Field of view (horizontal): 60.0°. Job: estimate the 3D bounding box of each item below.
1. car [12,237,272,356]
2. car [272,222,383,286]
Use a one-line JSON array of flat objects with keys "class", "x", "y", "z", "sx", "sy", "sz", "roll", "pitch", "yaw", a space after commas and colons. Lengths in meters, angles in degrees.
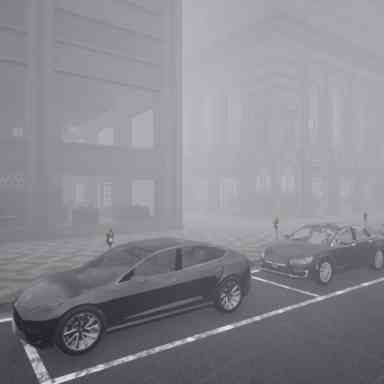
[{"class": "car", "x": -0.805, "y": 1.566, "z": 6.071, "sx": 4.313, "sy": 1.339, "sz": 1.947, "roll": 0, "pitch": 0, "yaw": -35}, {"class": "car", "x": 3.791, "y": 1.551, "z": 9.333, "sx": 4.403, "sy": 1.369, "sz": 2.008, "roll": 0, "pitch": 0, "yaw": -35}]
